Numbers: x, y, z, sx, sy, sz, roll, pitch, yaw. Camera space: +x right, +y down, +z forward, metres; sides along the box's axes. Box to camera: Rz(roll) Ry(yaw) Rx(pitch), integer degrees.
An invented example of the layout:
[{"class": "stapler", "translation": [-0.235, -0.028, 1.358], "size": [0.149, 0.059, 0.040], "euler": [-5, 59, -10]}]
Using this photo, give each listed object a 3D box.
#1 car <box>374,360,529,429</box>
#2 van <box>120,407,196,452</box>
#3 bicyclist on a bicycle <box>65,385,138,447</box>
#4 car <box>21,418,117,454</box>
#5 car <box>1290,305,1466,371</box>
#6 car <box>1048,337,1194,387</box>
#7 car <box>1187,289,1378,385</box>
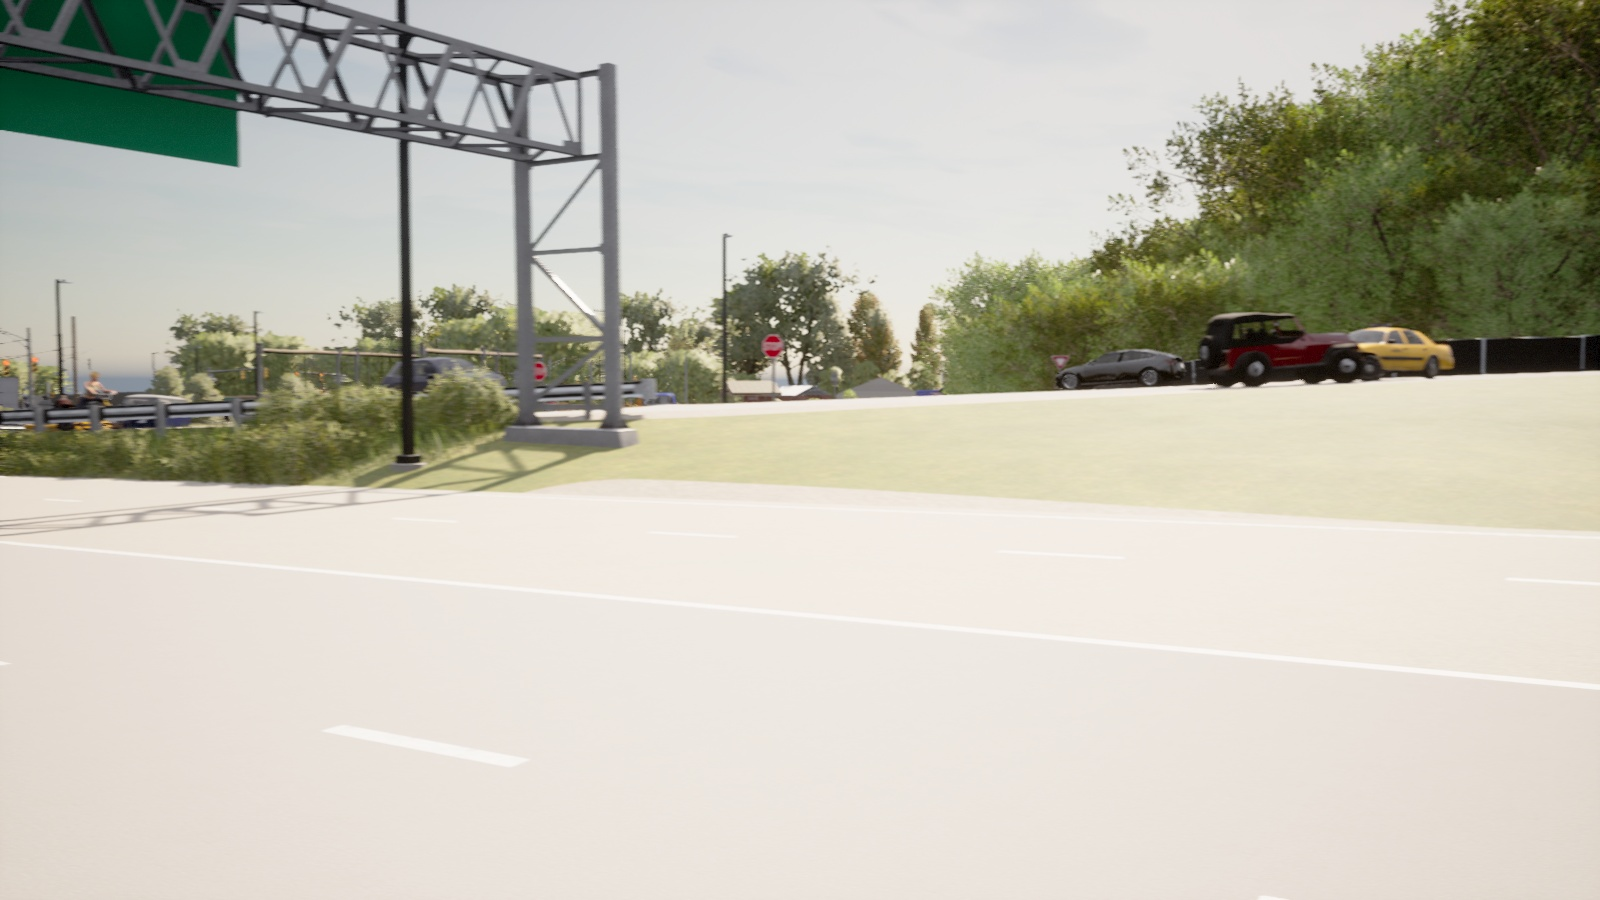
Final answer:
[{"class": "car", "translation": [-8.786, -1.386, 31.592], "size": [3.633, 1.501, 1.845], "euler": [-1, 4, 38]}, {"class": "van", "translation": [-30.128, -0.932, 59.101], "size": [1.775, 1.987, 4.442], "euler": [-1, 0, -8]}, {"class": "bicyclist on a bicycle", "translation": [-19.147, -0.940, 34.435], "size": [1.509, 1.612, 0.866], "euler": [-2, 2, 21]}, {"class": "car", "translation": [-34.061, -0.655, 58.701], "size": [1.801, 1.575, 5.366], "euler": [-1, 1, -6]}, {"class": "car", "translation": [15.690, -3.014, 33.966], "size": [5.366, 1.575, 1.801], "euler": [-4, 3, -34]}, {"class": "car", "translation": [12.033, -3.280, 47.159], "size": [4.792, 1.488, 2.163], "euler": [-3, 2, 31]}, {"class": "car", "translation": [11.922, -2.806, 31.142], "size": [3.866, 1.878, 1.905], "euler": [-7, 6, -5]}]
